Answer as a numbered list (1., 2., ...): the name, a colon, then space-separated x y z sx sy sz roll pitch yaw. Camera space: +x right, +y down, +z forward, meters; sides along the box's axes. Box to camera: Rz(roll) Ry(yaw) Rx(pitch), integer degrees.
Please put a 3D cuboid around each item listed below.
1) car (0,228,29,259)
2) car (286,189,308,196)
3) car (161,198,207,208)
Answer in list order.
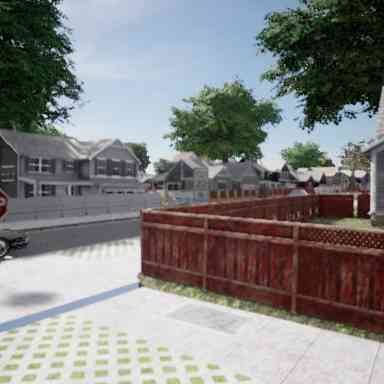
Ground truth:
1. car: -7.707 1.442 9.594 2.033 1.411 5.357 1 1 35
2. car: 14.691 0.457 46.402 2.097 1.767 4.553 0 1 35
3. car: -0.011 1.152 20.595 2.128 1.511 4.902 0 1 35
